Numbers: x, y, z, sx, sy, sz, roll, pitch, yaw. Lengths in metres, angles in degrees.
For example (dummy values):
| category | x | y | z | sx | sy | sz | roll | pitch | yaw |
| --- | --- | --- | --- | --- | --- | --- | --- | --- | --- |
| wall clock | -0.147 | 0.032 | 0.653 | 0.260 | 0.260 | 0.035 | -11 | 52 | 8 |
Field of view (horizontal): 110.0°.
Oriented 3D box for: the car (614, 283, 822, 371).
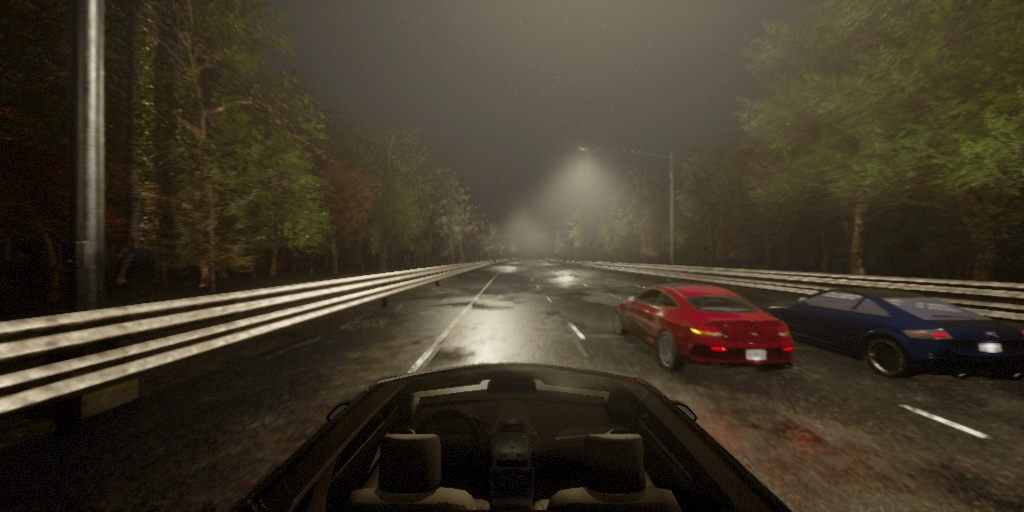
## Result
| category | x | y | z | sx | sy | sz | roll | pitch | yaw |
| --- | --- | --- | --- | --- | --- | --- | --- | --- | --- |
| car | 3.599 | 1.296 | 7.592 | 1.812 | 1.442 | 4.674 | 0 | 0 | 0 |

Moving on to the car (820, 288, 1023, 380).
| category | x | y | z | sx | sy | sz | roll | pitch | yaw |
| --- | --- | --- | --- | --- | --- | --- | --- | --- | --- |
| car | 7.099 | 1.334 | 7.329 | 1.994 | 1.385 | 4.181 | 0 | 0 | 0 |
